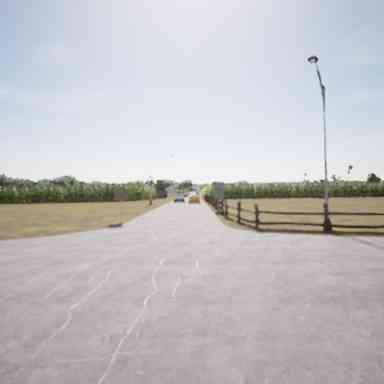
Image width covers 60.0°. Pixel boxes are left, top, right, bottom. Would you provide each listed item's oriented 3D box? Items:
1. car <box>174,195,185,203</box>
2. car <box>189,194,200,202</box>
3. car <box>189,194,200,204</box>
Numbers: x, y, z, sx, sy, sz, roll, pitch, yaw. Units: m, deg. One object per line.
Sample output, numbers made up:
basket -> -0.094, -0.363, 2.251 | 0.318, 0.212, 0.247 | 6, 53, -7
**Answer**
car -> -2.304, 1.211, 61.782 | 1.812, 1.442, 4.674 | 0, 0, 0
car -> 0.488, 1.175, 67.596 | 2.128, 1.511, 4.902 | 0, 0, 0
car -> 0.413, 1.173, 57.174 | 1.882, 1.535, 5.008 | 0, 0, 0
